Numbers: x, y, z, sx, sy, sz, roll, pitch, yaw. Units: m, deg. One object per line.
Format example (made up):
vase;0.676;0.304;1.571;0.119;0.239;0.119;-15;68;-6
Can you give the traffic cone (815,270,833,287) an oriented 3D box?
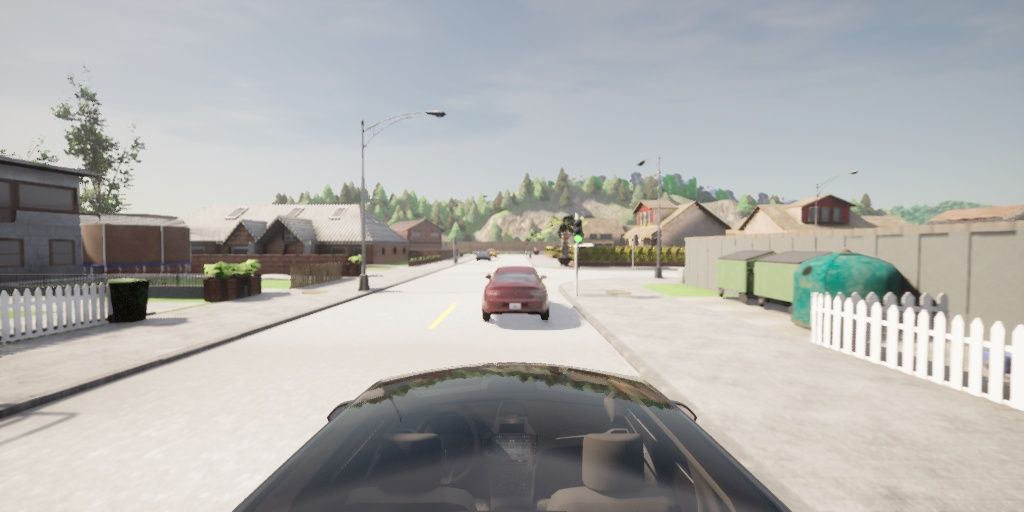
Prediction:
traffic cone;15.895;1.124;18.267;0.344;0.586;0.344;0;0;0

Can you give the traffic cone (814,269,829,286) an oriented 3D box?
traffic cone;16.420;1.134;18.984;0.344;0.586;0.344;0;0;0

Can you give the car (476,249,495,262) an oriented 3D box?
car;-3.793;-0.001;48.780;2.033;1.411;5.357;0;2;1

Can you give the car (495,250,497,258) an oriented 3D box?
car;-3.656;-0.493;64.090;1.882;1.535;5.008;0;3;1

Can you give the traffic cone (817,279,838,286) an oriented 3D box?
traffic cone;11.820;1.247;13.409;0.344;0.586;0.344;0;0;0

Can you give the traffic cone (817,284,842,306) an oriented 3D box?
traffic cone;10.450;1.311;11.808;0.344;0.586;0.344;0;0;0

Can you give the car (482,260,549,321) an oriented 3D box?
car;0.128;1.016;11.145;1.812;1.442;4.674;0;1;1

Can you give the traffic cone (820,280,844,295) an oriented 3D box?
traffic cone;11.456;1.259;12.842;0.344;0.586;0.344;0;0;0
